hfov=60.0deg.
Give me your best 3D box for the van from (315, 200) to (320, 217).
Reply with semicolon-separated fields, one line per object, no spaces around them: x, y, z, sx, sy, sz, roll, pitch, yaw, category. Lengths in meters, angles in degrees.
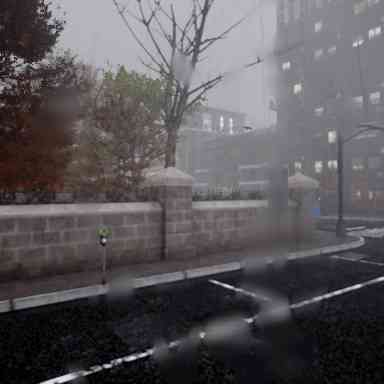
10.469;1.663;32.635;1.690;1.788;3.998;-1;0;-36;van
